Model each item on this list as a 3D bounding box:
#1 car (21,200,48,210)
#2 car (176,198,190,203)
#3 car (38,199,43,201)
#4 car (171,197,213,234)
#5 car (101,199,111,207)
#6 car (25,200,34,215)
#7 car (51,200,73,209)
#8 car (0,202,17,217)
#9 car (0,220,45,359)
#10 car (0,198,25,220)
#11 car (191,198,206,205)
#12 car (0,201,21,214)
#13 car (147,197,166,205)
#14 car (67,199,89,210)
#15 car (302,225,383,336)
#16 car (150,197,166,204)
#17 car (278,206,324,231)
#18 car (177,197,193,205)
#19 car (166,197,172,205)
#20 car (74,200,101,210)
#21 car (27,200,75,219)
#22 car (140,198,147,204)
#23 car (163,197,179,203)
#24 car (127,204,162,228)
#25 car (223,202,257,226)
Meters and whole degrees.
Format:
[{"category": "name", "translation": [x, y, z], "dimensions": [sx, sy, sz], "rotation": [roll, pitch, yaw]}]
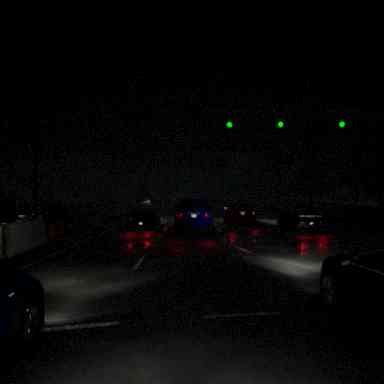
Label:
[{"category": "car", "translation": [-24.733, 1.980, 52.467], "dimensions": [2.128, 1.511, 4.902], "rotation": [0, -1, -3]}, {"category": "car", "translation": [-2.437, 2.228, 87.818], "dimensions": [1.895, 1.301, 4.718], "rotation": [0, -1, -30]}, {"category": "car", "translation": [-17.500, 1.896, 42.230], "dimensions": [1.837, 1.490, 4.892], "rotation": [0, -1, 0]}, {"category": "car", "translation": [0.100, 1.406, 20.572], "dimensions": [2.150, 2.045, 5.566], "rotation": [0, -1, 0]}, {"category": "car", "translation": [-14.227, 1.965, 52.783], "dimensions": [1.882, 1.535, 5.008], "rotation": [0, -1, -3]}, {"category": "car", "translation": [-17.500, 1.832, 33.027], "dimensions": [1.812, 1.442, 4.674], "rotation": [0, -1, 0]}, {"category": "car", "translation": [-21.457, 2.059, 55.126], "dimensions": [2.033, 1.411, 5.357], "rotation": [0, -1, -6]}, {"category": "car", "translation": [-21.000, 1.876, 35.202], "dimensions": [2.033, 1.411, 5.357], "rotation": [0, -1, 0]}, {"category": "car", "translation": [-3.400, 1.386, 3.494], "dimensions": [2.097, 1.767, 4.553], "rotation": [0, -1, 0]}, {"category": "car", "translation": [-14.091, 1.432, 22.738], "dimensions": [2.150, 2.045, 5.566], "rotation": [0, -1, 0]}, {"category": "car", "translation": [1.522, 2.212, 78.491], "dimensions": [1.837, 1.490, 4.892], "rotation": [0, -1, -22]}, {"category": "car", "translation": [-24.502, 1.949, 43.058], "dimensions": [2.033, 1.411, 5.357], "rotation": [0, -1, 0]}, {"category": "car", "translation": [-7.900, 2.264, 73.685], "dimensions": [1.895, 1.301, 4.718], "rotation": [0, -1, -22]}, {"category": "car", "translation": [-17.627, 1.954, 51.471], "dimensions": [1.882, 1.535, 5.008], "rotation": [0, -1, -3]}, {"category": "car", "translation": [3.600, 1.537, 5.076], "dimensions": [2.128, 1.511, 4.902], "rotation": [0, -1, 0]}, {"category": "car", "translation": [-8.719, 2.134, 84.735], "dimensions": [2.128, 1.511, 4.902], "rotation": [0, -1, -30]}, {"category": "car", "translation": [7.100, 1.688, 22.195], "dimensions": [2.128, 1.511, 4.902], "rotation": [0, -1, 0]}, {"category": "car", "translation": [-1.672, 2.056, 77.046], "dimensions": [2.097, 1.767, 4.553], "rotation": [0, -1, -22]}, {"category": "car", "translation": [-4.919, 2.246, 75.753], "dimensions": [1.994, 1.385, 4.181], "rotation": [0, -1, -22]}, {"category": "car", "translation": [-14.002, 1.947, 43.321], "dimensions": [2.033, 1.411, 5.357], "rotation": [0, -1, 0]}, {"category": "car", "translation": [-14.000, 1.856, 33.436], "dimensions": [2.033, 1.411, 5.357], "rotation": [0, -1, 0]}, {"category": "car", "translation": [-11.867, 2.122, 83.206], "dimensions": [2.128, 1.511, 4.902], "rotation": [0, -1, -30]}, {"category": "car", "translation": [-5.570, 2.146, 86.264], "dimensions": [2.128, 1.511, 4.902], "rotation": [0, -1, -30]}, {"category": "car", "translation": [-3.400, 1.821, 24.288], "dimensions": [1.895, 1.301, 4.718], "rotation": [0, -1, 0]}, {"category": "car", "translation": [3.600, 1.582, 25.735], "dimensions": [2.097, 1.767, 4.553], "rotation": [0, -1, 0]}]
